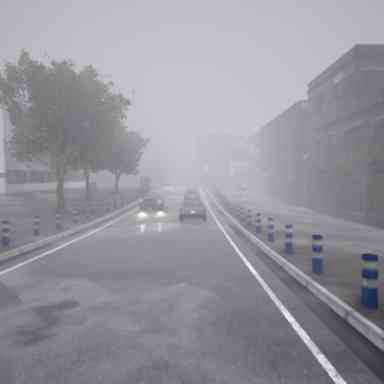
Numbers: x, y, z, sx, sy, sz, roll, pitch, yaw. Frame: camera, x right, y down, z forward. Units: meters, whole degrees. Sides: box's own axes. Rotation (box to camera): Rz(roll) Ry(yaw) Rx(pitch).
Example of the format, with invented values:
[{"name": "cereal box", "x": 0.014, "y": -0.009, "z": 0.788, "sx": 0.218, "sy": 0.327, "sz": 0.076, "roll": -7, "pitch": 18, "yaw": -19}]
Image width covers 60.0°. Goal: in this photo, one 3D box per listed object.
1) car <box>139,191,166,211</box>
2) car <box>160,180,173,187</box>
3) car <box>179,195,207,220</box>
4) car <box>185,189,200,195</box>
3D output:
[{"name": "car", "x": -3.646, "y": 0.756, "z": 31.382, "sx": 2.097, "sy": 1.767, "sz": 4.553, "roll": 0, "pitch": 3, "yaw": 0}, {"name": "car", "x": -5.575, "y": -1.838, "z": 73.173, "sx": 1.994, "sy": 1.385, "sz": 4.181, "roll": -1, "pitch": 4, "yaw": -22}, {"name": "car", "x": 0.060, "y": 1.247, "z": 24.786, "sx": 1.994, "sy": 1.385, "sz": 4.181, "roll": 0, "pitch": 2, "yaw": 0}, {"name": "car", "x": 0.031, "y": 0.328, "z": 42.018, "sx": 1.994, "sy": 1.385, "sz": 4.181, "roll": 0, "pitch": 4, "yaw": 0}]
